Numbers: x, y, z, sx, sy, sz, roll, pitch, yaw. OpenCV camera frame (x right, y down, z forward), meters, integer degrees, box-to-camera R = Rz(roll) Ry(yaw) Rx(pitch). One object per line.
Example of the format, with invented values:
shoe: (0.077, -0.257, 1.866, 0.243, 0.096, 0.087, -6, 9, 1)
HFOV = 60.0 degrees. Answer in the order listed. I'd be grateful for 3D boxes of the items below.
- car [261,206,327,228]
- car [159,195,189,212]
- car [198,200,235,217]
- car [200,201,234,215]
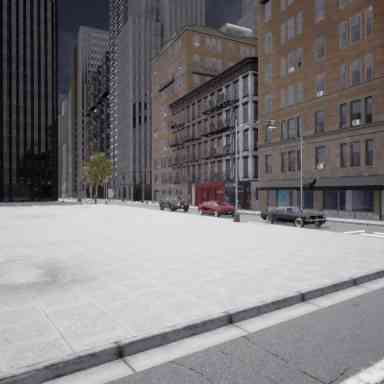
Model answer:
car: (6.953, 1.676, 23.092, 1.895, 1.301, 4.718, 0, 0, -26)
car: (-2.360, 1.412, 42.017, 2.150, 2.045, 5.566, 0, 0, -27)
car: (2.321, 1.608, 32.490, 1.882, 1.535, 5.008, 0, 0, -26)
car: (2.776, 1.710, 37.676, 1.994, 1.385, 4.181, 0, 0, -26)
